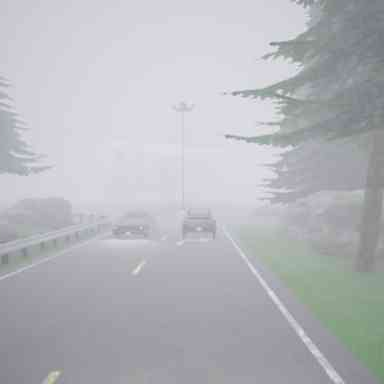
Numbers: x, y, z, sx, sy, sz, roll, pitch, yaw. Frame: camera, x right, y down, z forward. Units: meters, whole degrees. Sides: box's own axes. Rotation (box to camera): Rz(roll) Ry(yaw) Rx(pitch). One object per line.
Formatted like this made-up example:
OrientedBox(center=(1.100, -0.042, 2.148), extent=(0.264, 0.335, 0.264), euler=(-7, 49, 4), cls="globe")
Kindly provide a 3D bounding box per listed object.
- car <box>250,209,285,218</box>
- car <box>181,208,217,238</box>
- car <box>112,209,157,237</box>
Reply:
OrientedBox(center=(8.649, 1.898, 33.850), extent=(5.357, 1.411, 2.033), euler=(0, -1, 11), cls="car")
OrientedBox(center=(0.401, 1.685, 19.169), extent=(2.128, 1.511, 4.902), euler=(0, -1, 1), cls="car")
OrientedBox(center=(-3.201, 1.746, 19.631), extent=(2.033, 1.411, 5.357), euler=(0, -1, 2), cls="car")
